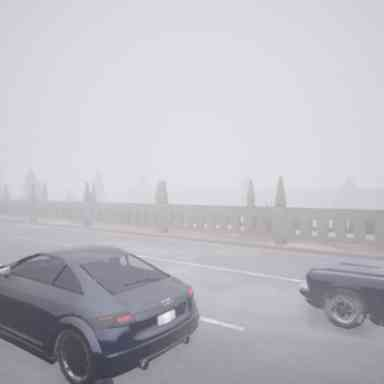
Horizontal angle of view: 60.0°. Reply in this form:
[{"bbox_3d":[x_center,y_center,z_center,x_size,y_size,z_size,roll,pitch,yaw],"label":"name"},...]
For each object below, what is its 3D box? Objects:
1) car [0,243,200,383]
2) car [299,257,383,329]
[{"bbox_3d":[-1.953,1.558,5.389,4.181,1.385,1.994,0,0,36],"label":"car"},{"bbox_3d":[4.246,1.601,5.262,4.718,1.301,1.895,0,0,36],"label":"car"}]
